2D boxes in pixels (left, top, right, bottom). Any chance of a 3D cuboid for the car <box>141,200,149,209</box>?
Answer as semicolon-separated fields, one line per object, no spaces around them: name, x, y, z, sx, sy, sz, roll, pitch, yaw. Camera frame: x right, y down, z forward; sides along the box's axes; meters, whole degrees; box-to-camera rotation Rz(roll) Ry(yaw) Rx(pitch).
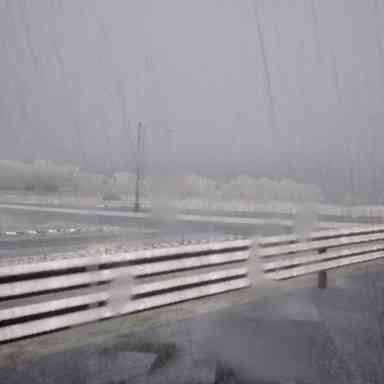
car;-8.935;1.820;52.891;5.008;1.535;1.882;1;-2;30

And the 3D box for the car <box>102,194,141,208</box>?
car;-11.023;1.423;50.063;5.566;2.045;2.150;1;-1;31
